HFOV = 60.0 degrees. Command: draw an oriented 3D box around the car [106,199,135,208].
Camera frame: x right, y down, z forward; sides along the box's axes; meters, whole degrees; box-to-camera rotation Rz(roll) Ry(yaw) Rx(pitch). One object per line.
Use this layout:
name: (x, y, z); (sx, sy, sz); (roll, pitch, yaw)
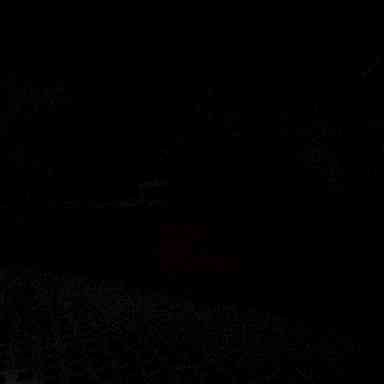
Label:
car: (-7.156, 1.901, 37.825); (1.882, 1.535, 5.008); (-3, -2, 22)

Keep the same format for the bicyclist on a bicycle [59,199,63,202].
bicyclist on a bicycle: (-9.454, 1.366, 24.359); (1.656, 1.620, 0.582); (-3, -2, 22)

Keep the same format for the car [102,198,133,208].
car: (-8.911, 1.811, 41.356); (2.150, 2.045, 5.566); (-3, -2, 22)
